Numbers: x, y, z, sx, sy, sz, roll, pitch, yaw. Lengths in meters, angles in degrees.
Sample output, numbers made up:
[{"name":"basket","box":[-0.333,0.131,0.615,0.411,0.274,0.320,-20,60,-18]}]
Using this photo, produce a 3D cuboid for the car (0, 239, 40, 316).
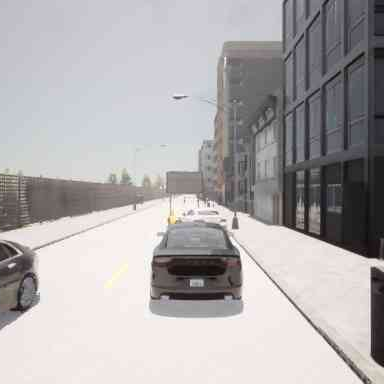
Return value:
[{"name":"car","box":[-4.006,1.505,4.899,1.837,1.490,4.892,0,0,0]}]

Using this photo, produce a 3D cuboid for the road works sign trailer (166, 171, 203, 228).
[{"name":"road works sign trailer","box":[-0.509,0.464,21.249,2.380,3.560,2.880,0,0,-16]}]

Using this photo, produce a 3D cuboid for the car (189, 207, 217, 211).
[{"name":"car","box":[0.540,1.538,17.774,1.812,1.442,4.674,0,-1,-11]}]

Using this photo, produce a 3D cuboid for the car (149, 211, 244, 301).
[{"name":"car","box":[0.087,1.477,8.428,1.882,1.535,5.008,0,0,0]}]
